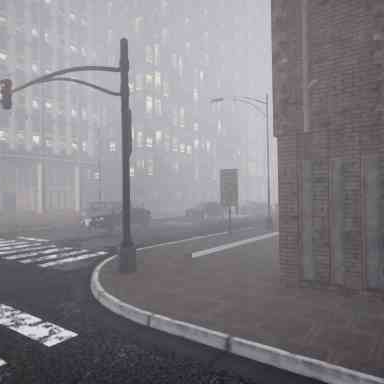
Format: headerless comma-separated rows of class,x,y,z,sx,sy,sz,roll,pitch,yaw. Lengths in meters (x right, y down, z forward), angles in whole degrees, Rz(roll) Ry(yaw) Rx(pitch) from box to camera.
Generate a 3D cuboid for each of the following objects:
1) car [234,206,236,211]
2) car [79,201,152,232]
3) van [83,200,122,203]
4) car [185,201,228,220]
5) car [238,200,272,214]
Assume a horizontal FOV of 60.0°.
car,6.864,1.689,41.370,1.752,1.417,4.829,-2,-1,36
car,-4.599,1.558,20.949,2.128,1.511,4.902,-1,-1,34
van,-5.975,1.460,23.464,1.690,1.788,3.998,-2,-1,36
car,1.328,1.563,29.197,1.882,1.535,5.008,-1,-1,36
car,7.282,1.707,37.485,1.895,1.301,4.718,-1,-1,36
